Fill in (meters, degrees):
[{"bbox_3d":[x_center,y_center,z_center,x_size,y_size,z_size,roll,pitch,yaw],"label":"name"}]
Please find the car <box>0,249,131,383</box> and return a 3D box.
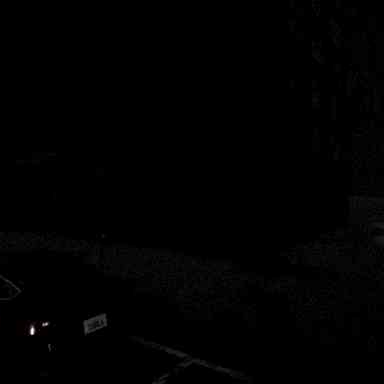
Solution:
[{"bbox_3d":[-2.815,1.566,5.076,4.313,1.339,1.947,0,0,35],"label":"car"}]
